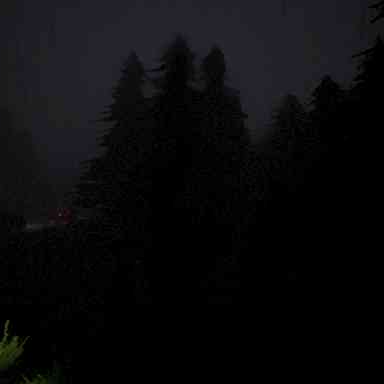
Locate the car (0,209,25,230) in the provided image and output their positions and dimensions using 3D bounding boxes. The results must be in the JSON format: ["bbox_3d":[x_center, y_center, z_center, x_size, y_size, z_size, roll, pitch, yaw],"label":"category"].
[{"bbox_3d":[-12.106,1.804,21.047,2.128,1.511,4.902,4,-2,-10],"label":"car"}]

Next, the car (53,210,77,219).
[{"bbox_3d":[-14.239,2.291,37.479,1.812,1.442,4.674,4,-2,-7],"label":"car"}]
